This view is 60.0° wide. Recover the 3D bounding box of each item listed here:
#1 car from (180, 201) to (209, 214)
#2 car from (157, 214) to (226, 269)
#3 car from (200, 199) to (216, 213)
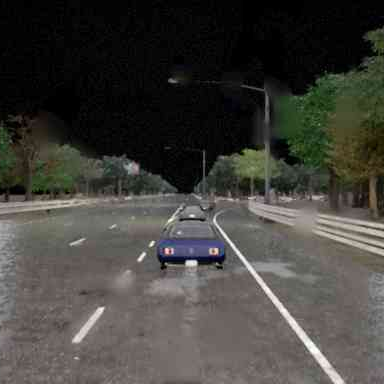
[{"bbox_3d":[0.092,1.639,25.167,1.994,1.385,4.181,0,0,2],"label":"car"},{"bbox_3d":[-0.013,1.633,11.180,1.895,1.301,4.718,0,0,0],"label":"car"},{"bbox_3d":[1.787,1.613,39.756,2.128,1.511,4.902,0,0,11],"label":"car"}]
